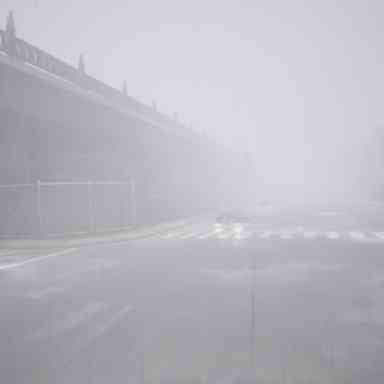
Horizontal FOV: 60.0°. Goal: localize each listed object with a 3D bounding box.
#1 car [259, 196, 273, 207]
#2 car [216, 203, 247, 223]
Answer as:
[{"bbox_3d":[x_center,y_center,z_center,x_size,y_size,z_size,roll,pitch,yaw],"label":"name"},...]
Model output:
[{"bbox_3d":[11.524,1.408,51.689,1.882,1.535,5.008,-3,0,18],"label":"car"},{"bbox_3d":[3.238,1.620,26.864,1.812,1.442,4.674,-3,0,18],"label":"car"}]
